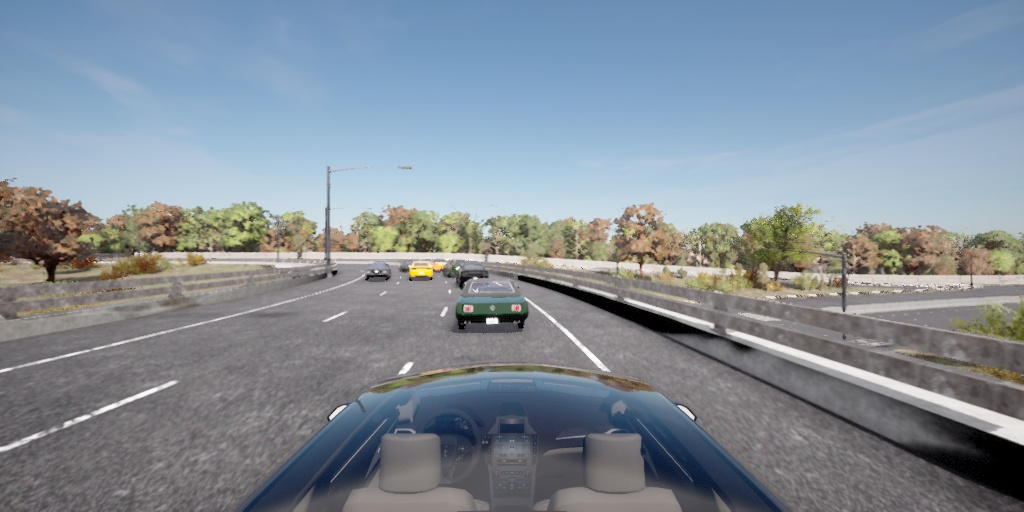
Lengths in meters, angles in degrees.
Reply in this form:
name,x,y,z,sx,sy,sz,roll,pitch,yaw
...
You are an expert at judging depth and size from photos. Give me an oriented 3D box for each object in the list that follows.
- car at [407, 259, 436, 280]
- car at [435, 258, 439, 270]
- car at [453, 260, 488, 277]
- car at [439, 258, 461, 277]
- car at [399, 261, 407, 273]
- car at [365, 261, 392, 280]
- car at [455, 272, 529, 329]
name,x,y,z,sx,sy,sz,roll,pitch,yaw
car,-8.090,1.225,31.663,1.882,1.535,5.008,0,0,-16
car,-9.586,1.097,45.852,2.097,1.767,4.553,0,0,-23
car,-2.767,1.223,24.458,1.882,1.535,5.008,0,0,-12
car,-5.523,1.096,34.979,2.097,1.767,4.553,0,0,-17
car,-12.974,1.311,44.879,1.994,1.385,4.181,0,0,-24
car,-11.453,1.298,30.862,2.033,1.411,5.357,0,0,-16
car,-0.691,1.349,11.262,1.895,1.301,4.718,0,0,-5
